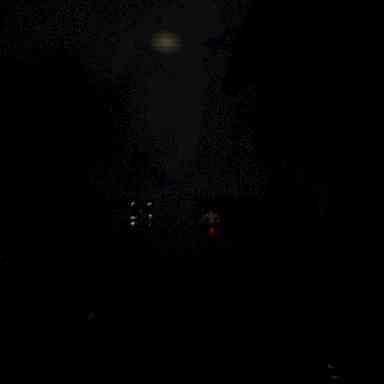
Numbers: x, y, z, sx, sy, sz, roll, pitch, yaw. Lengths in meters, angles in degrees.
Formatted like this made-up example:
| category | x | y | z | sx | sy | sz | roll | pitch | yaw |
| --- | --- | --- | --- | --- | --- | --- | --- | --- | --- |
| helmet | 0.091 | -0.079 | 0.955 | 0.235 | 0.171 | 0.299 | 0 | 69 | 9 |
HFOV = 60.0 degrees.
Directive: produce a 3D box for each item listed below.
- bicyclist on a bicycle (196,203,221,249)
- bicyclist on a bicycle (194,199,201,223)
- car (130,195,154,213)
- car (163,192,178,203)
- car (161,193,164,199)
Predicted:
| category | x | y | z | sx | sy | sz | roll | pitch | yaw |
| --- | --- | --- | --- | --- | --- | --- | --- | --- | --- |
| bicyclist on a bicycle | 0.742 | 1.353 | 13.020 | 0.866 | 1.612 | 1.509 | 0 | 0 | -2 |
| bicyclist on a bicycle | 0.402 | 1.305 | 21.711 | 0.582 | 1.620 | 1.656 | 0 | 0 | -3 |
| car | -4.815 | 1.114 | 32.596 | 2.097 | 1.767 | 4.553 | 0 | 1 | -4 |
| car | -3.299 | 1.060 | 56.031 | 2.033 | 1.411 | 5.357 | 0 | 1 | -7 |
| car | -5.751 | 0.801 | 73.423 | 2.033 | 1.411 | 5.357 | 0 | 1 | -9 |
